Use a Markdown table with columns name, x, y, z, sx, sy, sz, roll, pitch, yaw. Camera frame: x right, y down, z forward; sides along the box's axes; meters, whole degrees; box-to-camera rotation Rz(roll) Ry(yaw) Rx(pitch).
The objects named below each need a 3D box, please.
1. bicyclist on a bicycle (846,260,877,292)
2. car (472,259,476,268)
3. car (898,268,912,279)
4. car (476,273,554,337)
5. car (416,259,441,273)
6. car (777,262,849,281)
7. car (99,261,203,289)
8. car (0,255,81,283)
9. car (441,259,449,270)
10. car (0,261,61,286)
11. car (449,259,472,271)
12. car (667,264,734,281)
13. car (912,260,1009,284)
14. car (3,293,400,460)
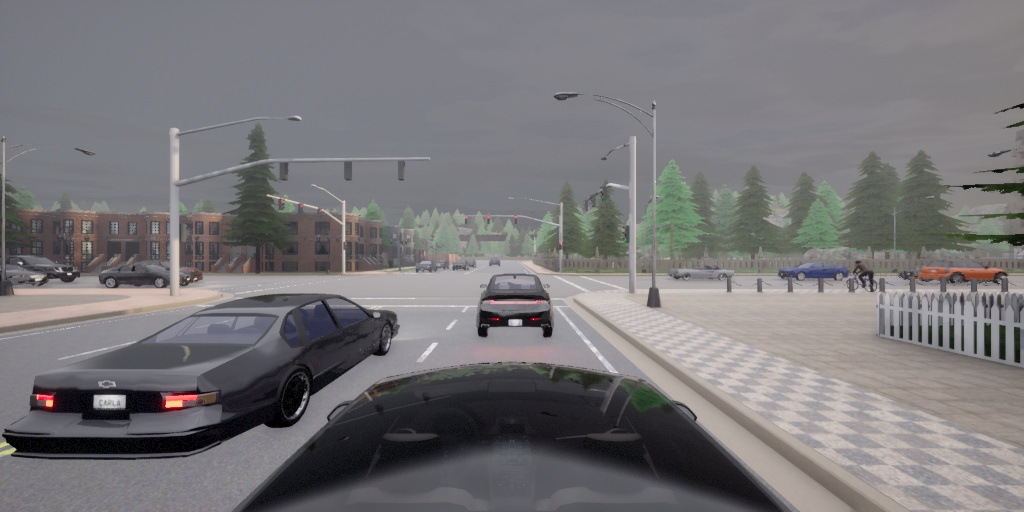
| name | x | y | z | sx | sy | sz | roll | pitch | yaw |
| --- | --- | --- | --- | --- | --- | --- | --- | --- | --- |
| bicyclist on a bicycle | 18.252 | 1.052 | 18.742 | 0.582 | 1.620 | 1.656 | 0 | 0 | 0 |
| car | -7.049 | 1.255 | 59.980 | 1.837 | 1.490 | 4.892 | 0 | 0 | 0 |
| car | 34.833 | 1.314 | 29.692 | 4.181 | 1.385 | 1.994 | 0 | 0 | 1 |
| car | 0.083 | 1.242 | 10.257 | 2.128 | 1.511 | 4.902 | 0 | 0 | 0 |
| car | -10.577 | 1.276 | 44.577 | 1.812 | 1.442 | 4.674 | 0 | 0 | 0 |
| car | 24.859 | 1.228 | 29.715 | 5.008 | 1.535 | 1.882 | 0 | 0 | 0 |
| car | -23.184 | 1.255 | 22.875 | 4.892 | 1.490 | 1.837 | 0 | 0 | -3 |
| car | -35.167 | 0.971 | 25.963 | 5.566 | 2.045 | 2.150 | 0 | 0 | -6 |
| car | -10.580 | 1.241 | 53.685 | 2.128 | 1.511 | 4.902 | 0 | 0 | 0 |
| car | -32.550 | 1.242 | 22.636 | 4.902 | 1.511 | 2.128 | 0 | 0 | -4 |
| car | -7.086 | 1.255 | 49.996 | 1.837 | 1.490 | 4.892 | 0 | 0 | 0 |
| car | 15.567 | 1.351 | 29.728 | 4.718 | 1.301 | 1.895 | 0 | 0 | 0 |
| car | 32.691 | 1.102 | 26.013 | 4.553 | 1.767 | 2.097 | 0 | 0 | 0 |
| car | -3.436 | 1.297 | 5.589 | 2.033 | 1.411 | 5.357 | 0 | 0 | 0 |
